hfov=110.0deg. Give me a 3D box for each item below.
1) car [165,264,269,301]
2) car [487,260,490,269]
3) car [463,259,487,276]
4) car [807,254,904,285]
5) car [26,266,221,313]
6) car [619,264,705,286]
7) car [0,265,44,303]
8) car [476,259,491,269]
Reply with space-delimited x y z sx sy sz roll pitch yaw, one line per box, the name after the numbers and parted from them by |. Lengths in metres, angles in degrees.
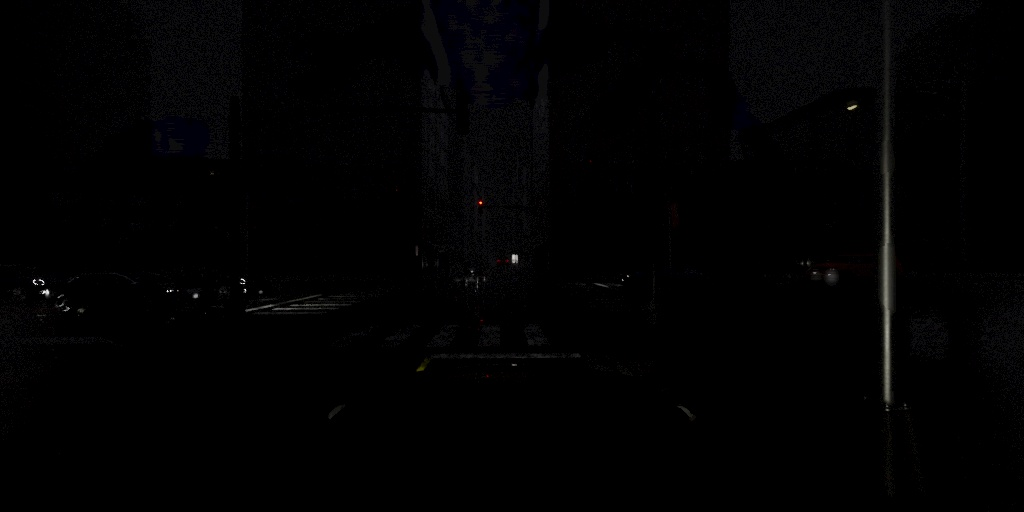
-14.248 1.147 17.066 4.553 1.767 2.097 0 0 -2 | car
-4.288 1.283 47.906 1.837 1.490 4.892 0 0 -2 | car
-4.001 1.259 37.526 2.128 1.511 4.902 0 0 -2 | car
23.833 0.870 24.968 5.566 2.045 2.150 0 0 -2 | car
-14.651 1.289 13.798 4.902 1.511 2.128 0 0 -2 | car
10.209 1.243 24.539 5.357 1.411 2.033 0 0 -2 | car
-23.093 1.182 16.790 4.553 1.767 2.097 0 0 -2 | car
-4.572 1.281 58.301 2.128 1.511 4.902 0 0 -1 | car
